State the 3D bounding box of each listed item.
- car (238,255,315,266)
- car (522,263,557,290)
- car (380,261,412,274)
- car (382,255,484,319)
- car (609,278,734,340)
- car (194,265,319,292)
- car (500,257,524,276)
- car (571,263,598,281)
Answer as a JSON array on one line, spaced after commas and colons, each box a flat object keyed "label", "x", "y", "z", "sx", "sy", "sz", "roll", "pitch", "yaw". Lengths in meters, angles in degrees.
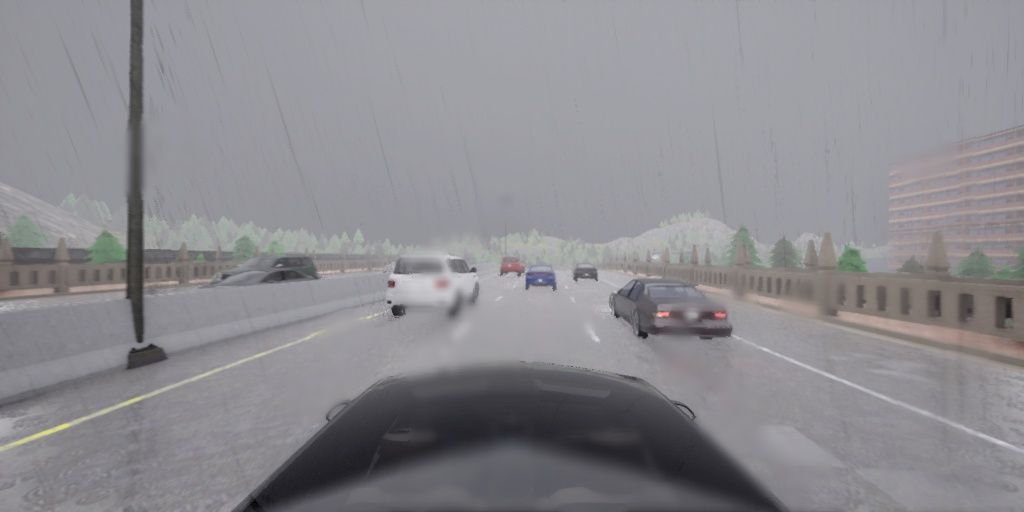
[{"label": "car", "x": -12.812, "y": 0.983, "z": 19.150, "sx": 2.150, "sy": 2.045, "sz": 5.566, "roll": 0, "pitch": 0, "yaw": 6}, {"label": "car", "x": 1.926, "y": 1.300, "z": 23.467, "sx": 1.882, "sy": 1.535, "sz": 5.008, "roll": 0, "pitch": 0, "yaw": 6}, {"label": "car", "x": -13.793, "y": 1.356, "z": 42.933, "sx": 1.812, "sy": 1.442, "sz": 4.674, "roll": 0, "pitch": 0, "yaw": 6}, {"label": "car", "x": -2.644, "y": 0.998, "z": 13.221, "sx": 2.150, "sy": 2.045, "sz": 5.566, "roll": 0, "pitch": 0, "yaw": 5}, {"label": "car", "x": 4.091, "y": 1.336, "z": 10.168, "sx": 2.033, "sy": 1.411, "sz": 5.357, "roll": 0, "pitch": 0, "yaw": 5}, {"label": "car", "x": -9.808, "y": 1.260, "z": 14.069, "sx": 1.837, "sy": 1.490, "sz": 4.892, "roll": 0, "pitch": 0, "yaw": 6}, {"label": "car", "x": 0.042, "y": 1.085, "z": 39.121, "sx": 2.150, "sy": 2.045, "sz": 5.566, "roll": 0, "pitch": 0, "yaw": 6}, {"label": "car", "x": 6.240, "y": 1.337, "z": 31.108, "sx": 1.882, "sy": 1.535, "sz": 5.008, "roll": 0, "pitch": 0, "yaw": 6}]
